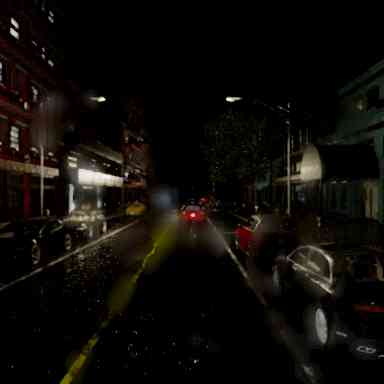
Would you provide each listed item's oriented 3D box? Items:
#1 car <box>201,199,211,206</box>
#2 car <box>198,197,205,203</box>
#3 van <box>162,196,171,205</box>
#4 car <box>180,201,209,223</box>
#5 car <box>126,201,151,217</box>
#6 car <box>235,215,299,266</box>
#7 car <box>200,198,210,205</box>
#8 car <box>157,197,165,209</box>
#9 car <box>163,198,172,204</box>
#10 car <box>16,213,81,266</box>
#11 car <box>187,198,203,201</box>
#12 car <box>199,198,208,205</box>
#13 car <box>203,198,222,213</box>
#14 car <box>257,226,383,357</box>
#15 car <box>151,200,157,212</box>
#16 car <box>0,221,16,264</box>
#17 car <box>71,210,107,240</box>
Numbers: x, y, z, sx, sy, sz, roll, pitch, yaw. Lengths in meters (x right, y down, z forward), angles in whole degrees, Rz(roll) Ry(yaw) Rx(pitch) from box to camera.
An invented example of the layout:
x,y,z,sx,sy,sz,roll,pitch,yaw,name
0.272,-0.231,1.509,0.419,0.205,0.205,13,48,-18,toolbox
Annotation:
x,y,z,sx,sy,sz,roll,pitch,yaw,name
2.606,1.992,63.054,1.802,1.307,4.206,0,0,0,car
2.569,2.198,91.537,1.947,1.339,4.313,0,0,0,car
-5.783,1.794,68.746,1.690,1.788,3.998,0,0,0,van
0.064,1.728,26.978,1.994,1.385,4.181,0,0,0,car
-5.737,1.736,34.394,1.752,1.417,4.829,0,0,0,car
2.673,1.509,11.787,1.967,1.590,4.097,0,0,0,car
2.599,1.998,68.752,1.887,1.381,4.507,0,0,0,car
-5.759,1.893,51.653,1.947,1.339,4.313,0,0,0,car
-5.796,2.123,80.138,1.802,1.307,4.206,0,0,0,car
-5.707,1.635,11.777,1.947,1.339,4.313,0,0,0,car
0.043,1.773,44.953,2.128,1.511,4.902,0,0,0,car
2.592,2.063,74.448,1.947,1.339,4.313,0,0,0,car
2.636,1.800,40.270,2.008,1.369,4.403,0,0,0,car
2.681,1.586,6.090,2.008,1.369,4.403,0,0,0,car
-5.744,1.794,40.261,1.887,1.381,4.507,0,0,0,car
-5.701,1.350,6.082,2.192,1.841,5.009,0,0,0,car
-5.715,1.655,17.474,2.008,1.369,4.403,0,0,0,car
